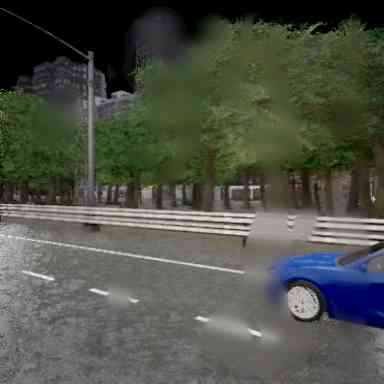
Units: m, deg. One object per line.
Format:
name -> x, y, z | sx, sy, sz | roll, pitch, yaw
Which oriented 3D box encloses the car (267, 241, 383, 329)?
car -> 3.732, 1.495, 5.506 | 5.008, 1.535, 1.882 | 0, 0, 36
